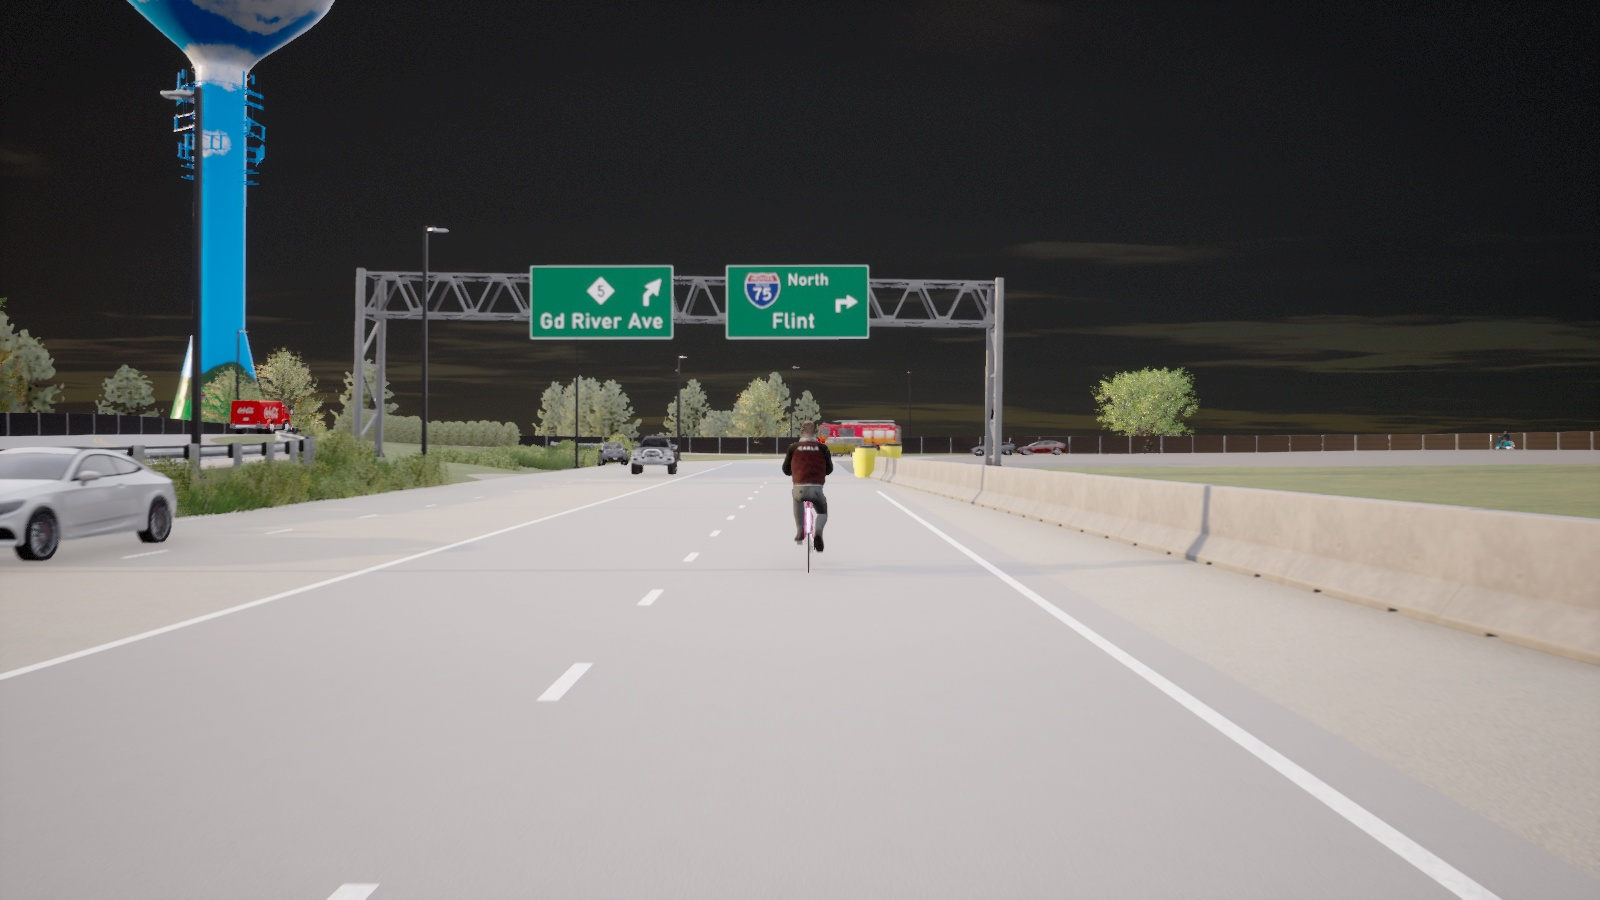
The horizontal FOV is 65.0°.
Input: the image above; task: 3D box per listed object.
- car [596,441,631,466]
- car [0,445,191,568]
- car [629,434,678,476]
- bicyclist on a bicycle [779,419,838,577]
[{"bbox_3d":[-11.819,0.257,79.353,1.845,1.501,3.633,-1,-1,-14],"label":"car"},{"bbox_3d":[-10.387,0.660,17.187,1.812,1.442,4.674,0,0,0],"label":"car"},{"bbox_3d":[-6.700,0.194,57.930,1.932,1.855,4.605,0,0,-3],"label":"car"},{"bbox_3d":[0.101,0.533,15.016,0.659,1.776,1.843,0,1,0],"label":"bicyclist on a bicycle"}]
